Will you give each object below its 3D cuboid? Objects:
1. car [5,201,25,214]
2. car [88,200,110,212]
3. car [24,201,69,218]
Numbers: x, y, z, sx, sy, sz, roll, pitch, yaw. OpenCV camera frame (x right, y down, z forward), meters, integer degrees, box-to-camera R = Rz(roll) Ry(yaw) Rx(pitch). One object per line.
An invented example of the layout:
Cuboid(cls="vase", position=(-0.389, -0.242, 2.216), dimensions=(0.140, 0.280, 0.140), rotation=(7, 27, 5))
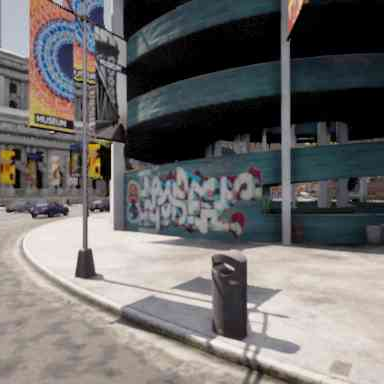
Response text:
Cuboid(cls="car", position=(-19.697, 1.777, 39.058), dimensions=(1.994, 1.385, 4.181), rotation=(0, 0, 17))
Cuboid(cls="car", position=(-11.018, 1.737, 42.065), dimensions=(2.033, 1.411, 5.357), rotation=(0, 0, 26))
Cuboid(cls="car", position=(-13.810, 1.693, 32.421), dimensions=(1.812, 1.442, 4.674), rotation=(0, 0, 7))
